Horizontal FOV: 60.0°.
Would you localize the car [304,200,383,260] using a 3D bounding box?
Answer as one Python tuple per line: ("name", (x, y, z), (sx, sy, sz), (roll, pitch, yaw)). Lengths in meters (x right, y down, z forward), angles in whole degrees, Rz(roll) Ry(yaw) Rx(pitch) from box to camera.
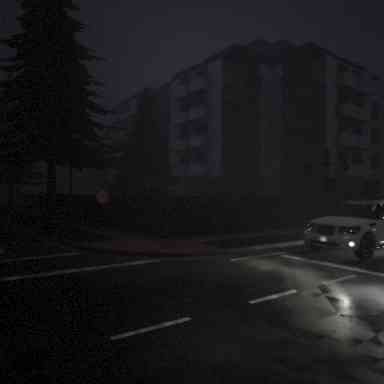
("car", (6.944, 1.335, 13.309), (5.566, 2.045, 2.150), (1, 0, -34))
